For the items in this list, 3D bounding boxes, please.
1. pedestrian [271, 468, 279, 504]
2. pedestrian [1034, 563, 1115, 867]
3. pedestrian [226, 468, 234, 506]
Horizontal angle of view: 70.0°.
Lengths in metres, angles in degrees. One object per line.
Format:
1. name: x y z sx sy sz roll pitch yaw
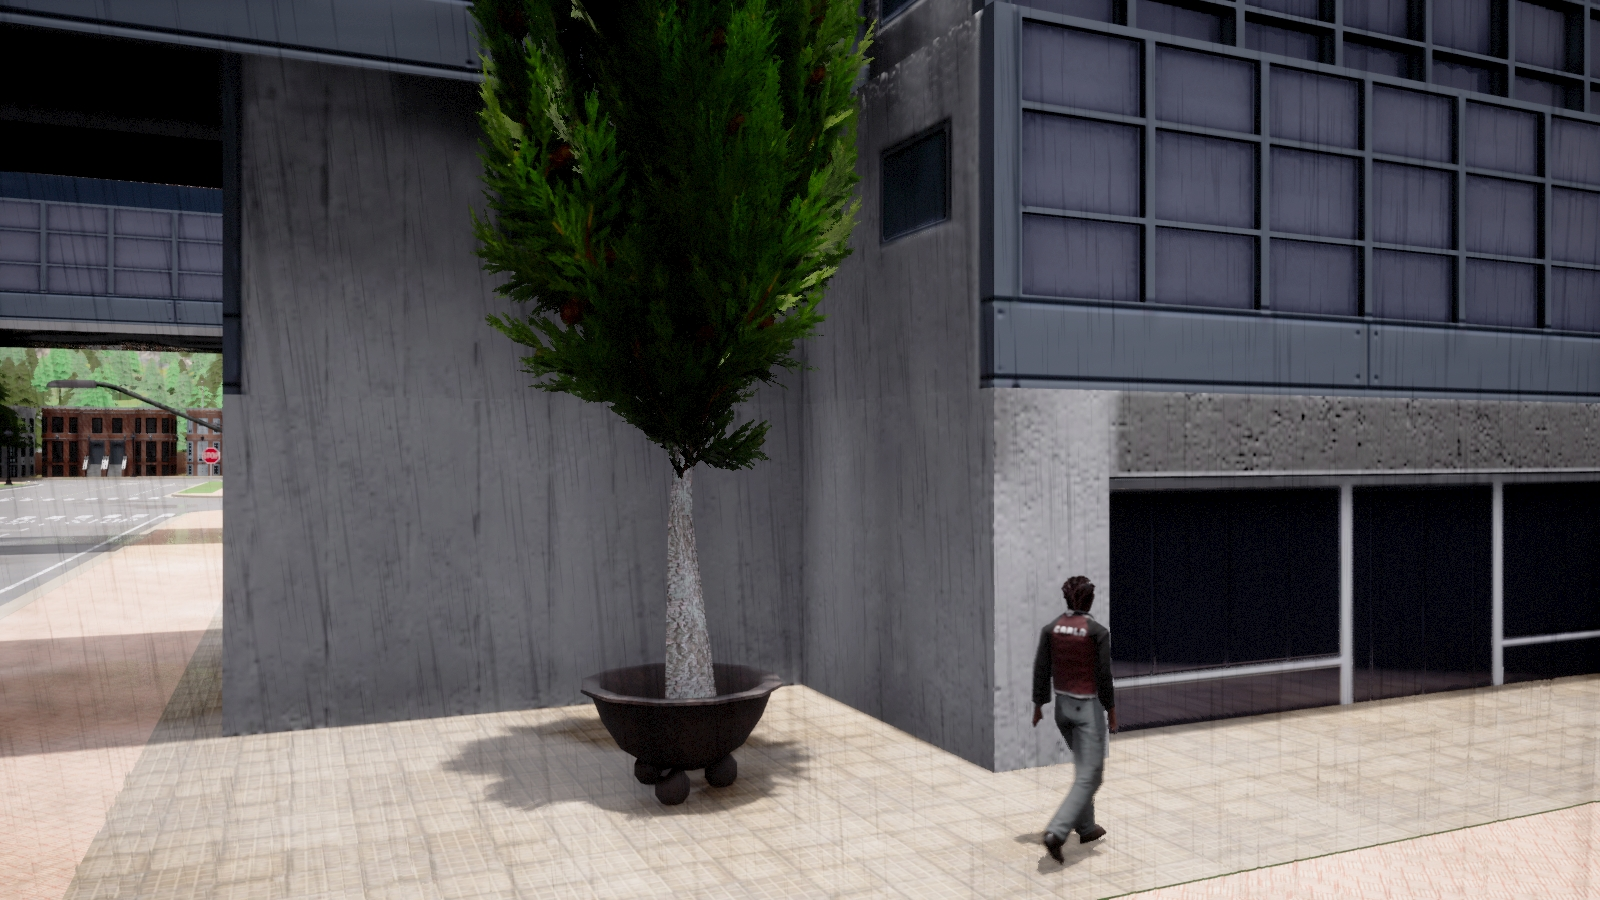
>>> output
1. pedestrian: -26.997 1.848 58.716 0.375 1.860 0.375 0 0 -27
2. pedestrian: 1.794 1.698 7.471 0.375 1.860 0.375 0 0 45
3. pedestrian: -28.628 1.849 57.379 0.375 1.860 0.375 0 0 -23
